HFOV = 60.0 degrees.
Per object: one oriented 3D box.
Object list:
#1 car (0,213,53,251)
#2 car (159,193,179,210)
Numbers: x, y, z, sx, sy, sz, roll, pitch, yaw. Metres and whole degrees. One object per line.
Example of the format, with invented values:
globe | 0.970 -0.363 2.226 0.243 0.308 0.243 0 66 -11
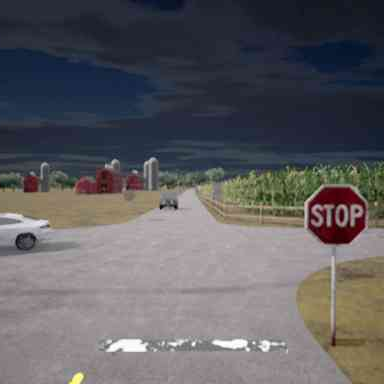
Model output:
car | -8.083 1.597 13.260 4.674 1.442 1.812 -1 1 -27
car | -2.797 1.124 40.870 2.150 2.045 5.566 0 0 0
